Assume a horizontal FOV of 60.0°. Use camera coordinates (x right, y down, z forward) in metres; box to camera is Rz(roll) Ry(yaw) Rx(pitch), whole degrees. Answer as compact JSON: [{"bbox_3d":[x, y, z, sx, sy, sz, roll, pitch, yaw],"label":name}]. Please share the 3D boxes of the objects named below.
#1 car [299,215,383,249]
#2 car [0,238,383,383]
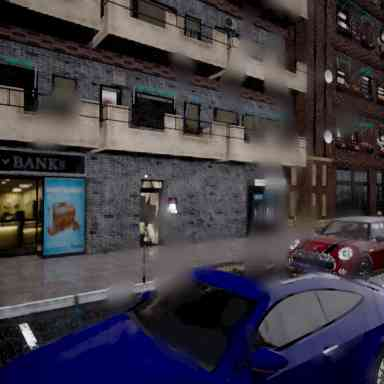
[{"bbox_3d":[4.530,1.442,9.327,4.097,1.590,1.967,0,1,-36],"label":"car"},{"bbox_3d":[0.464,1.526,3.405,4.674,1.442,1.812,0,0,-36],"label":"car"}]
